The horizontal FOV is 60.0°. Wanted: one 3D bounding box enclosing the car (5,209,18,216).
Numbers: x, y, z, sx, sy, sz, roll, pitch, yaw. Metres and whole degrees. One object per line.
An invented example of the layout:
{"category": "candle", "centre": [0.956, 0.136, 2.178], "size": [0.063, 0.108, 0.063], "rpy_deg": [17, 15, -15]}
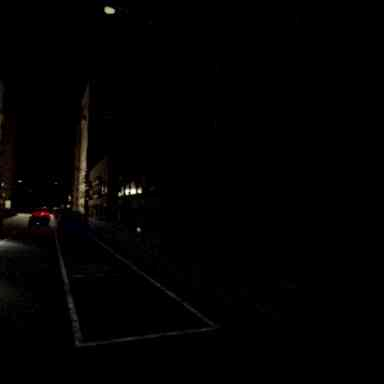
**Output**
{"category": "car", "centre": [-36.434, 4.121, 67.283], "size": [1.887, 1.381, 4.507], "rpy_deg": [4, -4, -23]}

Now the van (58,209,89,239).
{"category": "van", "centre": [-8.416, 2.377, 23.784], "size": [1.690, 1.788, 3.998], "rpy_deg": [4, -4, -23]}

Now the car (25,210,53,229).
{"category": "car", "centre": [-15.394, 2.849, 33.467], "size": [2.128, 1.511, 4.902], "rpy_deg": [3, -3, -23]}

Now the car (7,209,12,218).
{"category": "car", "centre": [-29.707, 3.478, 51.663], "size": [2.008, 1.369, 4.403], "rpy_deg": [4, -4, -23]}

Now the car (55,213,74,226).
{"category": "car", "centre": [-15.152, 3.266, 39.390], "size": [1.802, 1.307, 4.206], "rpy_deg": [4, -4, -23]}

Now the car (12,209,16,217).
{"category": "car", "centre": [-31.950, 3.710, 56.869], "size": [1.947, 1.339, 4.313], "rpy_deg": [4, -4, -23]}

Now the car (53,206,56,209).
{"category": "car", "centre": [-24.112, 3.867, 60.234], "size": [2.192, 1.841, 5.009], "rpy_deg": [4, -4, -23]}

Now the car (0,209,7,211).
{"category": "car", "centre": [-27.466, 3.292, 46.455], "size": [1.802, 1.307, 4.206], "rpy_deg": [4, -4, -23]}

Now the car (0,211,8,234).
{"category": "car", "centre": [-14.563, 2.319, 23.478], "size": [1.882, 1.535, 5.008], "rpy_deg": [3, -3, -23]}

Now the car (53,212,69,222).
{"category": "car", "centre": [-19.636, 3.684, 49.805], "size": [1.947, 1.339, 4.313], "rpy_deg": [4, -4, -23]}

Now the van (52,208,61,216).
{"category": "van", "centre": [-30.839, 4.542, 75.853], "size": [1.690, 1.788, 3.998], "rpy_deg": [4, -4, -23]}

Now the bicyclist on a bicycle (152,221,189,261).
{"category": "bicyclist on a bicycle", "centre": [-0.848, 2.012, 13.688], "size": [1.656, 1.620, 0.582], "rpy_deg": [3, -3, -23]}

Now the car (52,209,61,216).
{"category": "car", "centre": [-33.156, 4.948, 81.206], "size": [1.752, 1.417, 4.829], "rpy_deg": [4, -4, -23]}

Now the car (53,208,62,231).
{"category": "car", "centre": [-10.657, 2.567, 28.992], "size": [2.192, 1.841, 5.009], "rpy_deg": [4, -4, -23]}

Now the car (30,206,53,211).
{"category": "car", "centre": [-21.354, 3.157, 47.328], "size": [2.150, 2.045, 5.566], "rpy_deg": [3, -3, -23]}

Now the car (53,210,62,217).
{"category": "car", "centre": [-28.671, 4.516, 70.792], "size": [1.752, 1.417, 4.829], "rpy_deg": [4, -4, -23]}
